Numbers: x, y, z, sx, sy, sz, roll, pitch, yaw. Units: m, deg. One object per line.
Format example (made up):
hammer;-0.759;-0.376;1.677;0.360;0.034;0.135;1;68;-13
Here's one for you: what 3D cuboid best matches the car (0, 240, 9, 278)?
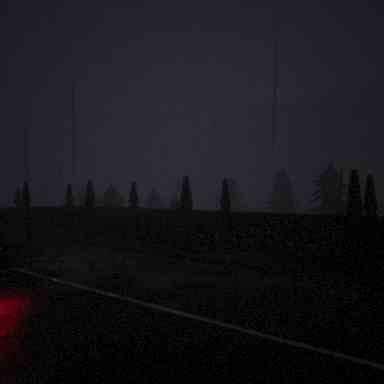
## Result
car;-6.693;1.507;8.765;4.892;1.490;1.837;0;0;35
